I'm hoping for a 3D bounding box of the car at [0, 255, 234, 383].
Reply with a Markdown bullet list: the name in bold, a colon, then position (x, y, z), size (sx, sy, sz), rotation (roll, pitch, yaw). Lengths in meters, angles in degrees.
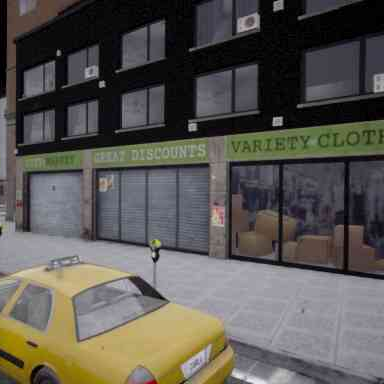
- **car**: position (-1.836, 1.524, 4.401), size (4.829, 1.417, 1.752), rotation (0, 1, 36)
